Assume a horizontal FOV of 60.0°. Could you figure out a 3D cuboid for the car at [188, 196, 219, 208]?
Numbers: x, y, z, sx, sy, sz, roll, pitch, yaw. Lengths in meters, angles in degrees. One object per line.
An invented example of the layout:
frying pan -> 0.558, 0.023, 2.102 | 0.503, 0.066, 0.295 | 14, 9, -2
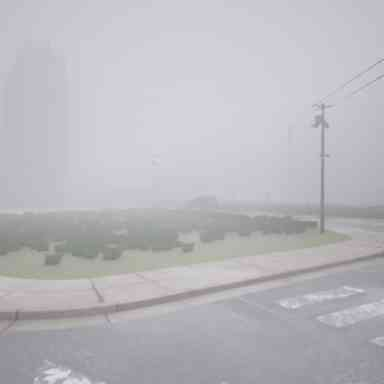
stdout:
car -> 1.651, 1.553, 49.473 | 2.150, 2.045, 5.566 | 1, 0, -35
